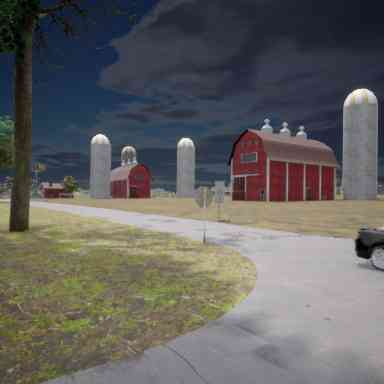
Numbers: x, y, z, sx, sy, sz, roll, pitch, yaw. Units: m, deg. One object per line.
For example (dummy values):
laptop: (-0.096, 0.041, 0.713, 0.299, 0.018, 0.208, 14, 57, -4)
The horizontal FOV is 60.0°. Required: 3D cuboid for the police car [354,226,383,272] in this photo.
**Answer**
police car: (6.836, 1.399, 8.322, 1.930, 1.638, 5.238, 1, 0, -34)
